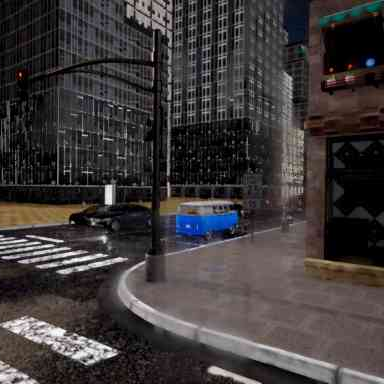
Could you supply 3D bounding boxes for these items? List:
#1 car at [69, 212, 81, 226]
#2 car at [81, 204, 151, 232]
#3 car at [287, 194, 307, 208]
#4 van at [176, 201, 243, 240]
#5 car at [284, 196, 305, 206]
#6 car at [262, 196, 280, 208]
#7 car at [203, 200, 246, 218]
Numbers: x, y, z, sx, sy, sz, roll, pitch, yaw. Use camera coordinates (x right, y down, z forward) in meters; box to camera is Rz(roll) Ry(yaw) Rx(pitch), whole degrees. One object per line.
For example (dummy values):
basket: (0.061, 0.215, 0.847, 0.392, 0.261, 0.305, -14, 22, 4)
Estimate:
car: (-5.933, 1.467, 21.864, 1.947, 1.339, 4.313, 1, 1, 36)
car: (-3.996, 1.466, 20.115, 1.812, 1.442, 4.674, 1, 1, 37)
car: (14.776, 1.238, 46.292, 2.097, 1.767, 4.553, 1, 1, 36)
van: (0.891, 1.368, 16.993, 1.690, 1.788, 3.998, 1, 1, 36)
car: (16.463, 1.363, 53.250, 1.752, 1.417, 4.829, 1, 1, 36)
car: (10.135, 1.293, 44.380, 1.967, 1.590, 4.097, 1, 1, 36)
car: (2.952, 1.482, 29.855, 1.994, 1.385, 4.181, 1, 1, 35)
